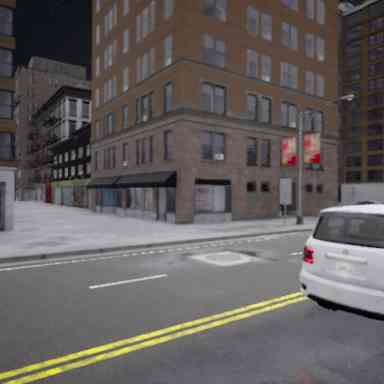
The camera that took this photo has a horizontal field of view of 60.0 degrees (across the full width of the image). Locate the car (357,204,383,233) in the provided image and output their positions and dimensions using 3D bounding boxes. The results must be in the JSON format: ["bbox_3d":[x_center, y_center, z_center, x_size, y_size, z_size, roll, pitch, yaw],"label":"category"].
[{"bbox_3d":[12.519,1.566,20.527,4.902,1.511,2.128,0,0,-35],"label":"car"}]

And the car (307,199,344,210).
[{"bbox_3d":[18.904,1.720,47.194,2.008,1.369,4.403,1,0,-35],"label":"car"}]

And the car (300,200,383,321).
[{"bbox_3d":[4.525,1.248,6.660,5.566,2.045,2.150,0,0,-36],"label":"car"}]

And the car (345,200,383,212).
[{"bbox_3d":[22.169,1.735,42.568,1.947,1.339,4.313,1,0,-35],"label":"car"}]
